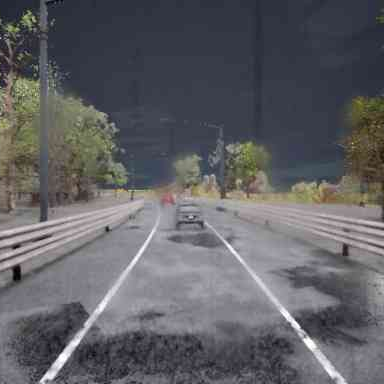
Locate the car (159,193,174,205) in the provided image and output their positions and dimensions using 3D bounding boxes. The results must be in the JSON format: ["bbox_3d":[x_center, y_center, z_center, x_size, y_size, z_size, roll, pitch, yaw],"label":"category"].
[{"bbox_3d":[-4.491,1.201,58.867,2.150,2.045,5.566,0,0,-10],"label":"car"}]

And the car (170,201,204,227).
[{"bbox_3d":[-0.298,1.552,22.622,2.033,1.411,5.357,0,0,-5],"label":"car"}]
